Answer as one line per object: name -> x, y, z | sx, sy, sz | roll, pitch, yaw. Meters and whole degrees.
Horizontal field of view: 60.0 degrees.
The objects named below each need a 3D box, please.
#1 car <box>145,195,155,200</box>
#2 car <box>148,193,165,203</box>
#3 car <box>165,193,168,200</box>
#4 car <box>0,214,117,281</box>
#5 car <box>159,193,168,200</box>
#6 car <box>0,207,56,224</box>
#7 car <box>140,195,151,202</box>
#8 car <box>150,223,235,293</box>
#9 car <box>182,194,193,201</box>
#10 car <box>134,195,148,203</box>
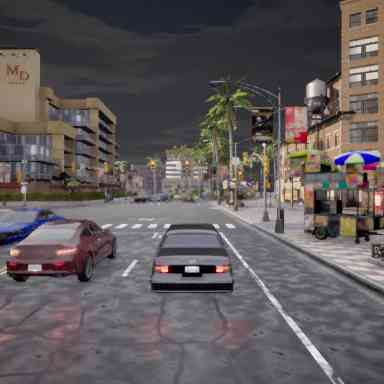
car -> -11.342, 1.540, 90.761 | 2.033, 1.411, 5.357 | 0, 0, -1
car -> -7.659, 1.355, 71.368 | 2.097, 1.767, 4.553 | 0, 0, -1
car -> -7.747, 1.225, 80.707 | 2.150, 2.045, 5.566 | 0, 0, -1
car -> -3.510, 1.526, 9.709 | 1.812, 1.442, 4.674 | 0, 0, 0
car -> -7.853, 1.225, 91.456 | 2.150, 2.045, 5.566 | 0, 0, -1
car -> -7.194, 1.477, 14.439 | 1.882, 1.535, 5.008 | 0, 0, -1
car -> -11.244, 1.478, 80.463 | 1.882, 1.535, 5.008 | 0, 0, -1
car -> -0.004, 1.547, 8.970 | 2.033, 1.411, 5.357 | 0, 0, 0
car -> -0.746, 1.525, 80.670 | 2.128, 1.511, 4.902 | 0, 0, -1
car -> -11.159, 1.595, 71.320 | 1.895, 1.301, 4.718 | 0, 0, -1
